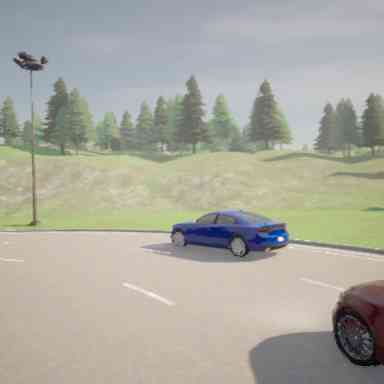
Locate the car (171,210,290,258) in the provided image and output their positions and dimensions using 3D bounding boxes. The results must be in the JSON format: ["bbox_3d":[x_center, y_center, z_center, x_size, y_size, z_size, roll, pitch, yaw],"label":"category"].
[{"bbox_3d":[1.224,1.428,12.681,1.882,1.535,5.008,-1,0,-43],"label":"car"}]

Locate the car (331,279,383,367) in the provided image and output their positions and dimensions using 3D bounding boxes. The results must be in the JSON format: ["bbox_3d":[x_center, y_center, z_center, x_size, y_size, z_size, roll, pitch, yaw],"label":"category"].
[{"bbox_3d":[3.223,1.434,2.876,1.812,1.442,4.674,-1,0,-12],"label":"car"}]
